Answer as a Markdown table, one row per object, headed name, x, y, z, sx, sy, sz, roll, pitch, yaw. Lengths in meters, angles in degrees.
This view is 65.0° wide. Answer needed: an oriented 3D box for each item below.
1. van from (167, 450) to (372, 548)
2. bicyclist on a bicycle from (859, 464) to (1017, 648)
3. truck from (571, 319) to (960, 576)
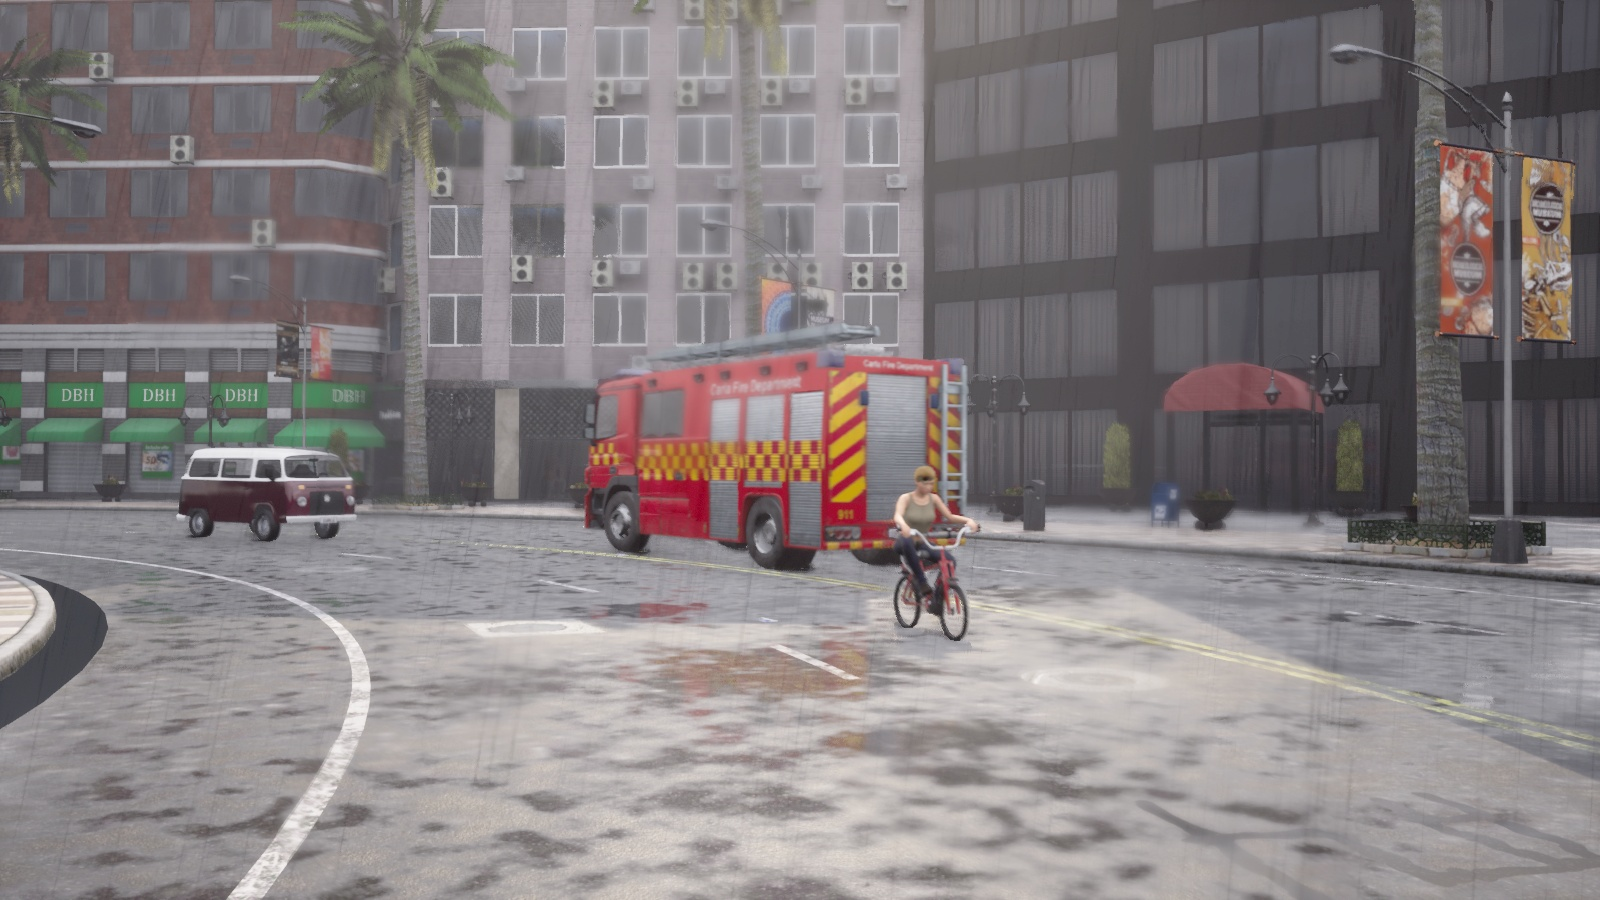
| name | x | y | z | sx | sy | sz | roll | pitch | yaw |
| --- | --- | --- | --- | --- | --- | --- | --- | --- | --- |
| van | -11.892 | 1.056 | 28.079 | 4.480 | 2.038 | 2.069 | -1 | -1 | 33 |
| bicyclist on a bicycle | 1.276 | 0.946 | 11.922 | 0.866 | 1.612 | 1.509 | 0 | -1 | -22 |
| truck | -1.037 | 0.038 | 22.942 | 2.891 | 3.827 | 8.468 | 1 | -1 | -35 |
